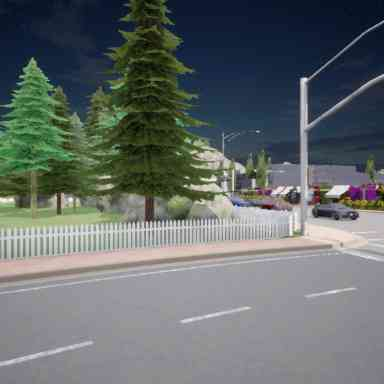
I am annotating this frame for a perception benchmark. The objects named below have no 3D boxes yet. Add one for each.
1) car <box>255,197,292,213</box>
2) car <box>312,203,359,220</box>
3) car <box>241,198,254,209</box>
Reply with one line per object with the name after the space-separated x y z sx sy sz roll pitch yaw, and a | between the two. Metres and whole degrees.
9.413 1.408 37.735 2.097 1.767 4.553 0 0 -16 | car
12.156 1.619 28.441 1.994 1.385 4.181 0 0 -16 | car
6.495 1.533 47.632 1.882 1.535 5.008 0 0 -17 | car
